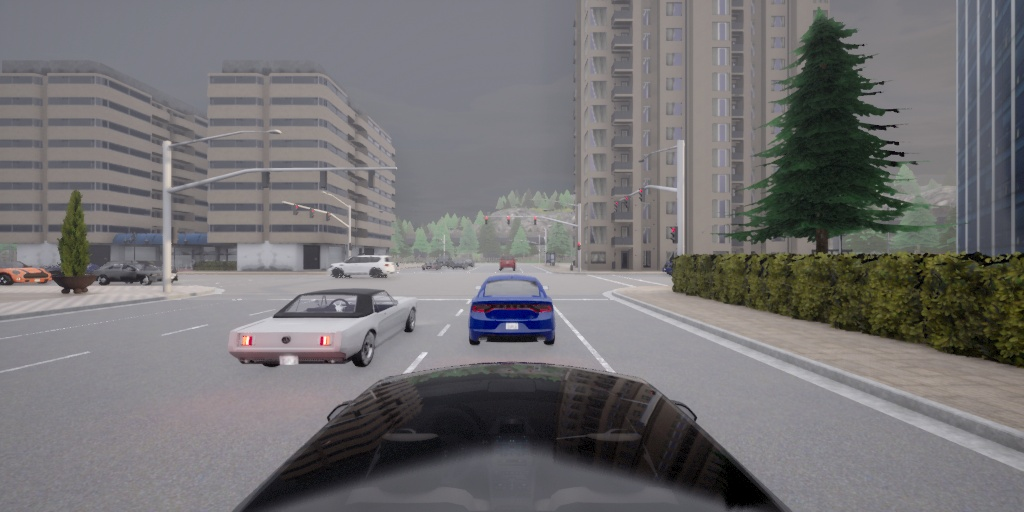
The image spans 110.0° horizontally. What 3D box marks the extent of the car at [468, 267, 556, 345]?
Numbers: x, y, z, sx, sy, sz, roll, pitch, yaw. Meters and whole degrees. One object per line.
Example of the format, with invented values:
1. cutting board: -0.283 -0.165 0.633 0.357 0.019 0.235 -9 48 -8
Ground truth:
1. car: -0.004 1.228 9.521 1.882 1.535 5.008 0 0 0

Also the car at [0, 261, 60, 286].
1. car: -35.099 1.102 24.822 4.553 1.767 2.097 0 0 0

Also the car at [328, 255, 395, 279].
1. car: -13.337 0.971 32.003 5.566 2.045 2.150 0 0 0

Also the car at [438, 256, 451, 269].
1. car: -11.093 0.971 58.748 2.150 2.045 5.566 0 0 0

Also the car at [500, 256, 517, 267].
1. car: -0.526 0.971 50.664 2.150 2.045 5.566 0 0 1

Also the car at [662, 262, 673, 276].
1. car: 17.892 0.972 35.469 5.566 2.045 2.150 0 0 0

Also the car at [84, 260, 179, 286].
1. car: -25.947 1.241 24.792 4.902 1.511 2.128 0 0 1

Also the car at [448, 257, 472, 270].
1. car: -7.523 1.297 52.285 2.033 1.411 5.357 0 0 0

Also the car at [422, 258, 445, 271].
1. car: -11.010 1.314 49.391 1.994 1.385 4.181 0 0 0

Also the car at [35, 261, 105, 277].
1. car: -43.754 1.276 35.533 4.674 1.442 1.812 0 0 0

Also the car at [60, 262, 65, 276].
1. car: -38.615 1.351 28.329 4.718 1.301 1.895 0 0 0

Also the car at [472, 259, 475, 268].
1. car: -7.610 1.228 62.625 1.882 1.535 5.008 0 0 0

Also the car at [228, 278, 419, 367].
1. car: -3.497 1.351 7.855 1.895 1.301 4.718 0 0 0
